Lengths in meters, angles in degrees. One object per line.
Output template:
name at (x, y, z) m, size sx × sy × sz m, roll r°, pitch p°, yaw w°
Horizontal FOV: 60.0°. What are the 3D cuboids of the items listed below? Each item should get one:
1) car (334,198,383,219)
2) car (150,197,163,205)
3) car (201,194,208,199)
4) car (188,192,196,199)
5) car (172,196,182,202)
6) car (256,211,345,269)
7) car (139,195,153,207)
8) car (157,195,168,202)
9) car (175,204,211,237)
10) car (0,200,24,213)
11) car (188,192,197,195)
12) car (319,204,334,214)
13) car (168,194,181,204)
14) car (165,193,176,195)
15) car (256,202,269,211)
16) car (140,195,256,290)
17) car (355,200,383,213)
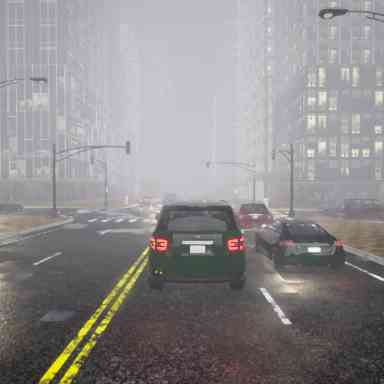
car at (16.237, 1.517, 30.448) m, size 5.009 × 1.841 × 2.192 m, roll 1°, pitch 0°, yaw 1°
car at (-6.492, 1.551, 60.946) m, size 1.895 × 1.301 × 4.718 m, roll 0°, pitch 0°, yaw 0°
car at (3.360, 1.216, 91.670) m, size 1.882 × 1.535 × 5.008 m, roll 0°, pitch 0°, yaw 0°
car at (0.110, 0.963, 91.704) m, size 2.150 × 2.045 × 5.566 m, roll 0°, pitch 0°, yaw 0°
car at (-3.165, 1.532, 71.635) m, size 1.895 × 1.301 × 4.718 m, roll 0°, pitch 0°, yaw 0°
car at (3.363, 1.558, 11.148) m, size 1.994 × 1.385 × 4.181 m, roll 0°, pitch 0°, yaw 0°
car at (-6.563, 1.316, 49.986) m, size 2.097 × 1.767 × 4.553 m, roll 0°, pitch 0°, yaw 1°
car at (-6.415, 1.414, 71.943) m, size 1.882 × 1.535 × 5.008 m, roll 0°, pitch 0°, yaw 0°
car at (0.119, 1.515, 18.900) m, size 1.812 × 1.442 × 4.674 m, roll 0°, pitch 0°, yaw 2°
car at (-19.713, 1.440, 33.674) m, size 4.718 × 1.301 × 1.895 m, roll 1°, pitch 1°, yaw 1°
car at (0.098, 1.439, 81.675) m, size 1.812 × 1.442 × 4.674 m, roll 0°, pitch 0°, yaw 0°
car at (16.766, 1.660, 36.224) m, size 5.357 × 1.411 × 2.033 m, roll 0°, pitch 1°, yaw 1°
car at (-3.240, 1.304, 61.585) m, size 2.097 × 1.767 × 4.553 m, roll 0°, pitch 0°, yaw 0°
car at (-3.301, 1.183, 51.771) m, size 2.150 × 2.045 × 5.566 m, roll 0°, pitch 0°, yaw -1°
car at (3.373, 1.341, 19.762) m, size 2.097 × 1.767 × 4.553 m, roll 0°, pitch 0°, yaw 0°
car at (0.113, 1.217, 9.218) m, size 2.150 × 2.045 × 5.566 m, roll 0°, pitch 0°, yaw 0°
car at (21.856, 1.641, 38.728) m, size 4.829 × 1.417 × 1.752 m, roll 1°, pitch 0°, yaw 1°
